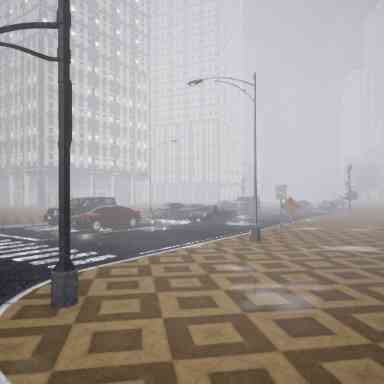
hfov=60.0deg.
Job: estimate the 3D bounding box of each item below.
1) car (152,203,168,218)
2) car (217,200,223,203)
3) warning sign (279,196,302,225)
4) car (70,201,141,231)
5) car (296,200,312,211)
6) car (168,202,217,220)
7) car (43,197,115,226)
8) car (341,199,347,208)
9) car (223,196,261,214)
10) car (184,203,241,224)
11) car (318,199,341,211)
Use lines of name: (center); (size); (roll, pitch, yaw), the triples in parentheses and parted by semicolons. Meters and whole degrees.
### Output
car: (-1.965, 1.737, 32.649); (1.812, 1.442, 4.674); (0, -1, 34)
car: (3.856, 1.768, 41.193); (2.128, 1.511, 4.902); (0, -1, 34)
warning sign: (6.811, 1.251, 22.975); (1.300, 1.860, 1.060); (0, 0, 34)
car: (-5.531, 1.603, 21.687); (1.882, 1.535, 5.008); (0, -1, 34)
car: (15.622, 1.840, 47.010); (1.812, 1.442, 4.674); (0, 0, 33)
car: (0.124, 1.754, 29.954); (1.994, 1.385, 4.181); (0, -1, 34)
car: (-7.805, 1.366, 24.119); (2.150, 2.045, 5.566); (0, -1, 34)
car: (24.205, 1.839, 54.742); (1.882, 1.535, 5.008); (0, 0, 31)
car: (6.216, 1.477, 38.881); (2.150, 2.045, 5.566); (0, 0, 34)
car: (1.720, 1.761, 26.171); (1.895, 1.301, 4.718); (0, -1, 34)
car: (18.697, 1.851, 45.727); (2.033, 1.411, 5.357); (0, 0, 31)
